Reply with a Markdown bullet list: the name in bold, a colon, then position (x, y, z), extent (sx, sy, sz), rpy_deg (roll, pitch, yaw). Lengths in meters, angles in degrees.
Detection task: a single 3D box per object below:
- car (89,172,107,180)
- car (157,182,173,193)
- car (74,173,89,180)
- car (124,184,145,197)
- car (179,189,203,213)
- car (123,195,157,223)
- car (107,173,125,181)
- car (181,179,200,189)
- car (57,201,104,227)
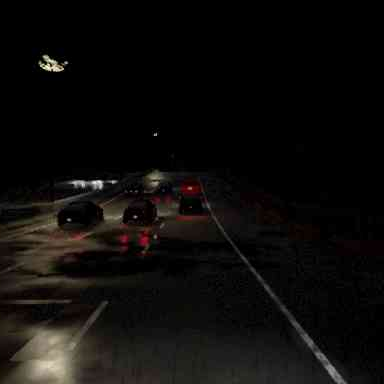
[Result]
- **car**: position (-17.827, -3.091, 64.794), extent (2.128, 1.511, 4.902), rpy_deg (0, 7, 0)
- **car**: position (-3.610, -0.679, 44.630), extent (1.812, 1.442, 4.674), rpy_deg (0, 7, 0)
- **car**: position (-21.324, -3.008, 64.749), extent (1.895, 1.301, 4.718), rpy_deg (0, 7, 0)
- **car**: position (-7.091, -0.264, 41.283), extent (2.033, 1.411, 5.357), rpy_deg (0, 7, 0)
- **car**: position (-0.109, 0.865, 28.262), extent (1.882, 1.535, 5.008), rpy_deg (0, 4, 0)
- **car**: position (-3.485, 1.230, 22.695), extent (1.812, 1.442, 4.674), rpy_deg (0, 3, 0)
- **car**: position (-14.330, -3.062, 64.824), extent (2.033, 1.411, 5.357), rpy_deg (0, 7, 0)
- **car**: position (-0.153, -0.615, 41.514), extent (2.150, 2.045, 5.566), rpy_deg (0, 7, 0)
- **car**: position (-6.977, 1.294, 21.137), extent (1.812, 1.442, 4.674), rpy_deg (0, 2, 0)
